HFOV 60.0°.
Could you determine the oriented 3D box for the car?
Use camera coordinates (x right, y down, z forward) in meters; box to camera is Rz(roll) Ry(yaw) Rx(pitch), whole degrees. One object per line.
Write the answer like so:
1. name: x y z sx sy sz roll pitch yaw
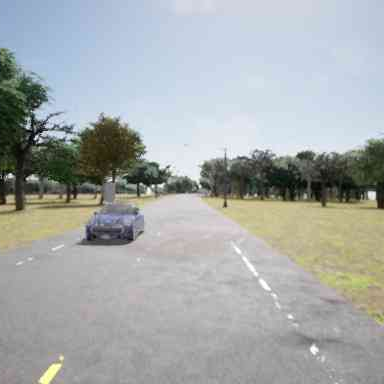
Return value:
1. car: -3.565 1.291 16.151 2.097 1.767 4.553 1 0 0
